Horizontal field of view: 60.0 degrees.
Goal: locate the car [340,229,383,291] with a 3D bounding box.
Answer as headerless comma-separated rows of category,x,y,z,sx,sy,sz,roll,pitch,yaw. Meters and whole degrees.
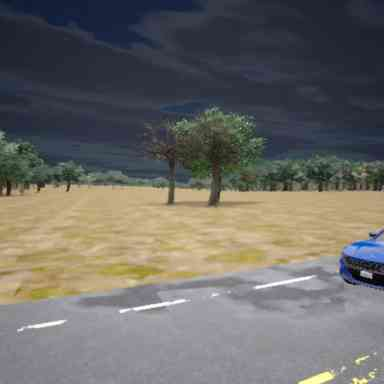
car,5.776,1.454,8.273,5.008,1.535,1.882,0,0,-31
